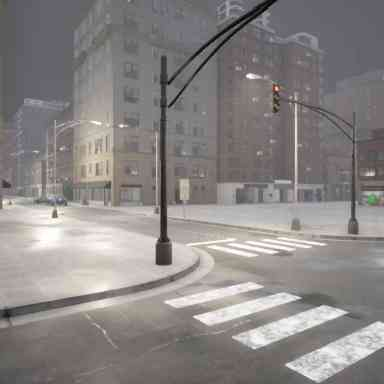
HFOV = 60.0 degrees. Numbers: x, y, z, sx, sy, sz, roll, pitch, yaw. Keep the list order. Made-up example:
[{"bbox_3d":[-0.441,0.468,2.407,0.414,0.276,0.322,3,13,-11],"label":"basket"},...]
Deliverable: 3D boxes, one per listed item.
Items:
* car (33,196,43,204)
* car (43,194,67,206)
[{"bbox_3d":[-25.456,1.287,56.294,1.994,1.385,4.181,0,0,-36],"label":"car"},{"bbox_3d":[-19.661,1.119,48.181,2.097,1.767,4.553,0,0,-36],"label":"car"}]
